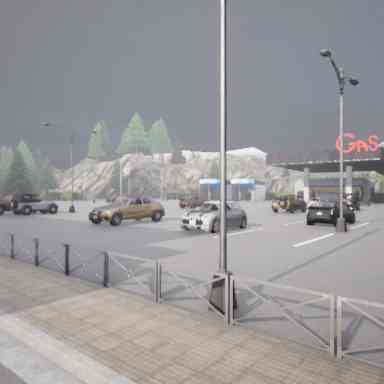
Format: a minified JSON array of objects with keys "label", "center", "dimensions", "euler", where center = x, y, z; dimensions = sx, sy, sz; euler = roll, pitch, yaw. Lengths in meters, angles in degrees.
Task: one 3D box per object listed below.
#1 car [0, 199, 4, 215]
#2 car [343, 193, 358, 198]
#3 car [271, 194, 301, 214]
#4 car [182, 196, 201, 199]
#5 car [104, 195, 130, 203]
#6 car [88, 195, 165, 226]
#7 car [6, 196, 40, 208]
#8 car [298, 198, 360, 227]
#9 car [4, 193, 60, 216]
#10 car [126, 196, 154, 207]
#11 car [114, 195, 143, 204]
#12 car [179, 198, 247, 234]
[{"label":"car","center":[-16.345,1.076,30.696],"dimensions":[1.932,1.855,4.605],"euler":[0,0,39]},{"label":"car","center":[17.053,1.093,36.420],"dimensions":[1.905,1.878,3.866],"euler":[0,0,39]},{"label":"car","center":[9.511,1.106,32.440],"dimensions":[1.932,1.855,4.605],"euler":[0,0,39]},{"label":"car","center":[0.353,1.291,40.914],"dimensions":[2.007,1.523,4.514],"euler":[0,0,39]},{"label":"car","center":[-14.040,1.304,62.717],"dimensions":[2.007,1.523,4.514],"euler":[0,0,39]},{"label":"car","center":[-3.970,1.153,21.026],"dimensions":[2.152,1.636,5.027],"euler":[0,0,39]},{"label":"car","center":[-23.575,1.346,46.455],"dimensions":[1.970,1.475,3.806],"euler":[0,0,39]},{"label":"car","center":[8.497,1.313,20.301],"dimensions":[2.007,1.523,4.514],"euler":[0,0,39]},{"label":"car","center":[-13.841,1.060,29.166],"dimensions":[1.905,1.878,3.866],"euler":[0,0,39]},{"label":"car","center":[-7.330,1.300,47.305],"dimensions":[1.845,1.501,3.633],"euler":[0,0,39]},{"label":"car","center":[-11.587,1.299,60.762],"dimensions":[2.152,1.636,5.027],"euler":[0,0,39]},{"label":"car","center":[1.186,1.240,17.192],"dimensions":[1.970,1.475,3.806],"euler":[0,0,39]}]
